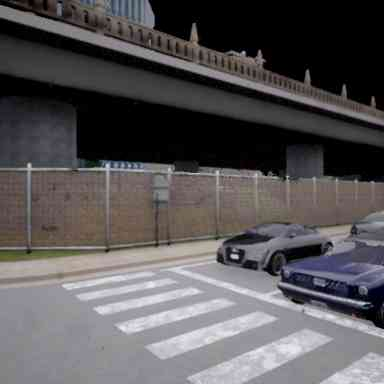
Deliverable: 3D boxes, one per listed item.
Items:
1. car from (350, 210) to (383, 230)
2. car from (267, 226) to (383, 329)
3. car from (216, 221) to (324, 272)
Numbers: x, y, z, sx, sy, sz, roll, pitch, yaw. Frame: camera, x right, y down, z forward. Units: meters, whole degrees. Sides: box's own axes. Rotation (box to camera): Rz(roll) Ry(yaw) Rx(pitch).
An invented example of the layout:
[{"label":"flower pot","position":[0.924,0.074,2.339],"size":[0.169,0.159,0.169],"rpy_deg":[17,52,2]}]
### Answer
[{"label":"car","position":[9.475,1.658,16.083],"size":[4.892,1.490,1.837],"rpy_deg":[0,-1,-39]},{"label":"car","position":[3.951,1.671,7.203],"size":[4.718,1.301,1.895],"rpy_deg":[0,-1,-39]},{"label":"car","position":[2.776,1.667,10.741],"size":[4.181,1.385,1.994],"rpy_deg":[0,-1,-39]}]
